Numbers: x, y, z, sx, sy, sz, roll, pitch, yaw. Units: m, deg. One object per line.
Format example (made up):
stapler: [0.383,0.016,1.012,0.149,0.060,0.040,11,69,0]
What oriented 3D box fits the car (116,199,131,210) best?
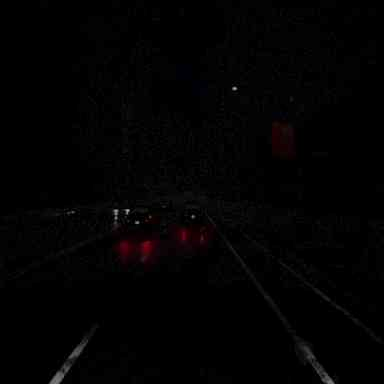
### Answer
car: [-9.797,1.763,48.534,1.812,1.442,4.674,0,0,0]

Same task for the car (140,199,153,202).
car: [-6.547,1.736,48.537,2.128,1.511,4.902,0,0,0]

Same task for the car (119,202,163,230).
car: [-3.168,1.603,21.536,1.812,1.442,4.674,0,0,0]

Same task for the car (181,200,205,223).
car: [0.071,1.626,26.595,1.812,1.442,4.674,0,0,0]

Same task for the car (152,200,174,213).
car: [-3.188,1.726,40.172,2.033,1.411,5.357,0,0,0]
